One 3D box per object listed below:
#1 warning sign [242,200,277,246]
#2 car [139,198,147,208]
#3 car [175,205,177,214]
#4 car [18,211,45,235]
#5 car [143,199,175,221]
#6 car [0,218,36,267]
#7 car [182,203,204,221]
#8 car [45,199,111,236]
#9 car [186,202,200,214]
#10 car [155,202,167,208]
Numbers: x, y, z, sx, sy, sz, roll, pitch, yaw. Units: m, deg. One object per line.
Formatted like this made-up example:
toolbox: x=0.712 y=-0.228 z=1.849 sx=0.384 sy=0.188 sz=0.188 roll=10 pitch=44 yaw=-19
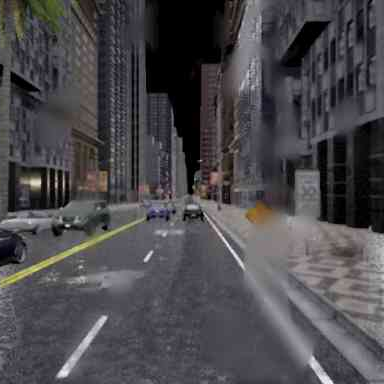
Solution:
warning sign: x=2.869 y=1.281 z=14.257 sx=1.300 sy=1.860 sz=1.060 roll=1 pitch=0 yaw=0
car: x=-9.700 y=2.446 z=69.724 sx=2.097 sy=1.767 sz=4.553 roll=0 pitch=-1 yaw=0
car: x=-3.139 y=2.225 z=45.465 sx=1.994 sy=1.385 sz=4.181 roll=0 pitch=-1 yaw=0
car: x=-9.825 y=1.859 z=20.826 sx=1.895 sy=1.301 sz=4.718 roll=0 pitch=-1 yaw=0
car: x=-3.131 y=1.787 z=32.282 sx=2.097 sy=1.767 sz=4.553 roll=0 pitch=-1 yaw=0
car: x=-6.588 y=1.673 z=9.619 sx=1.994 sy=1.385 sz=4.181 roll=0 pitch=-1 yaw=0
car: x=0.120 y=1.903 z=31.654 sx=1.882 sy=1.535 sz=5.008 roll=0 pitch=-1 yaw=0
car: x=-6.575 y=1.473 z=20.391 sx=2.150 sy=2.045 sz=5.566 roll=0 pitch=-1 yaw=0
car: x=0.114 y=2.191 z=45.744 sx=1.812 sy=1.442 sz=4.674 roll=0 pitch=-1 yaw=0
car: x=-6.449 y=2.685 z=69.656 sx=1.895 sy=1.301 sz=4.718 roll=0 pitch=-1 yaw=0
